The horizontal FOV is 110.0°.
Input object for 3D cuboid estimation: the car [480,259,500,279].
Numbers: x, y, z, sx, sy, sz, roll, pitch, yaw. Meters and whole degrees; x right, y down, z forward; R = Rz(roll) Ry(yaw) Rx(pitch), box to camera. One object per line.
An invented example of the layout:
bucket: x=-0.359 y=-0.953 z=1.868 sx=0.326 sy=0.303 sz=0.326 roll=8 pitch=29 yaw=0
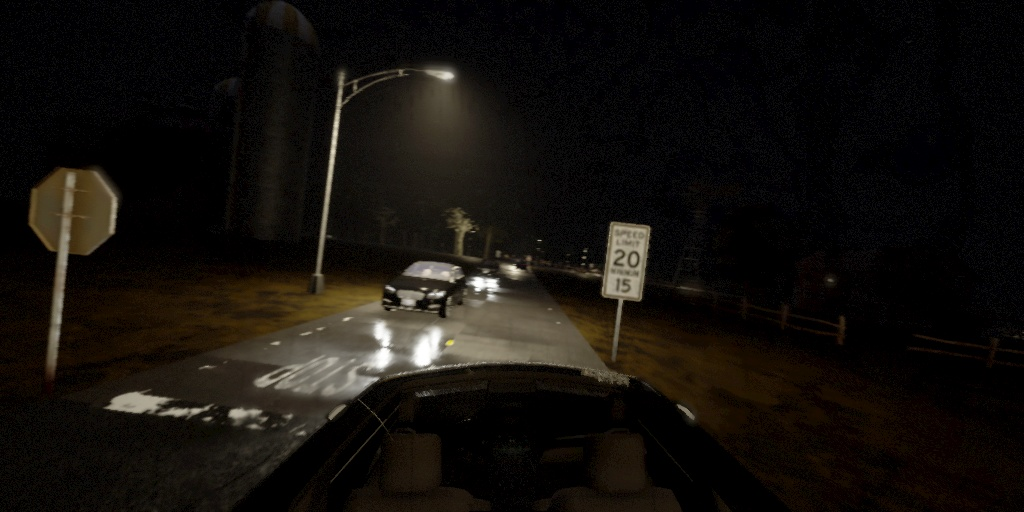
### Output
car: x=-2.071 y=1.066 z=31.734 sx=2.128 sy=1.511 sz=4.902 roll=7 pitch=0 yaw=2

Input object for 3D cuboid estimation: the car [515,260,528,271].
car: x=1.497 y=1.522 z=57.437 sx=1.882 sy=1.535 sz=5.008 roll=7 pitch=0 yaw=2

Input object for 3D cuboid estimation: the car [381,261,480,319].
car: x=-2.588 y=0.952 z=11.735 sx=2.128 sy=1.511 sz=4.902 roll=7 pitch=0 yaw=2
